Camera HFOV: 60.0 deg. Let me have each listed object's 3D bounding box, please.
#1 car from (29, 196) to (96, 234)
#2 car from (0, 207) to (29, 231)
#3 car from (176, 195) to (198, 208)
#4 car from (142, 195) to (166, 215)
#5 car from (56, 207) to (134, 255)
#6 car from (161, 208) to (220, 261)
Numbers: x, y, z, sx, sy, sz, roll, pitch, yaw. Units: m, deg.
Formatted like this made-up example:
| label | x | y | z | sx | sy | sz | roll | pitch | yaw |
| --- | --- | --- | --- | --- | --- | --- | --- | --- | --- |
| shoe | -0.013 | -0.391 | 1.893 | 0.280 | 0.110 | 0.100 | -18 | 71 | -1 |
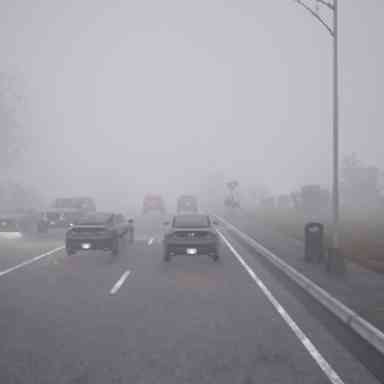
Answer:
| label | x | y | z | sx | sy | sz | roll | pitch | yaw |
| --- | --- | --- | --- | --- | --- | --- | --- | --- | --- |
| car | -7.362 | 1.292 | 20.179 | 2.150 | 2.045 | 5.566 | 0 | 0 | -1 |
| car | -10.886 | 1.639 | 21.218 | 1.994 | 1.385 | 4.181 | 0 | 0 | -1 |
| car | -0.515 | 1.341 | 35.859 | 2.150 | 2.045 | 5.566 | 0 | 0 | -1 |
| car | -4.015 | 1.342 | 35.847 | 2.150 | 2.045 | 5.566 | 0 | 0 | -1 |
| car | -3.552 | 1.551 | 13.476 | 1.837 | 1.490 | 4.892 | 0 | 0 | -1 |
| car | -0.038 | 1.547 | 12.489 | 1.837 | 1.490 | 4.892 | 0 | 0 | -1 |
